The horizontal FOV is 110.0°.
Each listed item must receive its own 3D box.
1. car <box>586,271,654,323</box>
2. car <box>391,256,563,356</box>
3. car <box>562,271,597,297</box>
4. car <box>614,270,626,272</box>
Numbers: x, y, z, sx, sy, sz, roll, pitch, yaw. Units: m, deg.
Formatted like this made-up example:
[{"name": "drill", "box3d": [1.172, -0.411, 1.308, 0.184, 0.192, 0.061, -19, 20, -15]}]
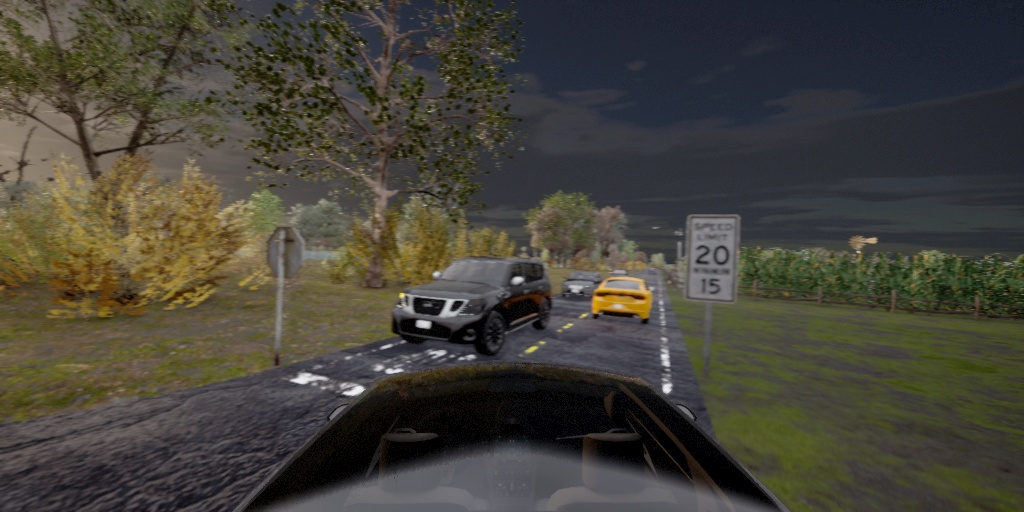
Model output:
[{"name": "car", "box3d": [4.426, 1.567, 14.057, 1.882, 1.535, 5.008, 3, -1, 22]}, {"name": "car", "box3d": [-0.585, 1.022, 9.333, 2.150, 2.045, 5.566, 3, -1, 23]}, {"name": "car", "box3d": [4.299, 1.646, 21.280, 2.128, 1.511, 4.902, 3, 0, 22]}, {"name": "car", "box3d": [12.062, 2.248, 40.110, 1.812, 1.442, 4.674, 3, -1, 23]}]
